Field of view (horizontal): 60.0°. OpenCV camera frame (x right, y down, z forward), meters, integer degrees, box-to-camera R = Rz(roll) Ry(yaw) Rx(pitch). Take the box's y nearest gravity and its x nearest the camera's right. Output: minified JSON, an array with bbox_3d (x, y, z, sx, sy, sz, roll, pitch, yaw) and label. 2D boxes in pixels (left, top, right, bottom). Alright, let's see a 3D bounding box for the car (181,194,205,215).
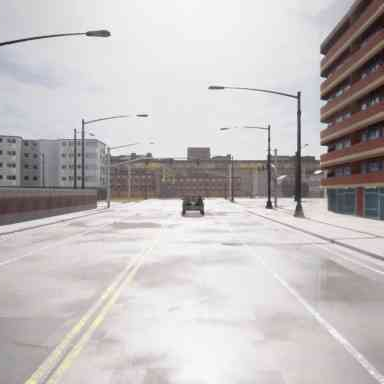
[{"bbox_3d":[0.109,1.222,34.068,2.150,2.045,5.566,0,0,0],"label":"car"}]
